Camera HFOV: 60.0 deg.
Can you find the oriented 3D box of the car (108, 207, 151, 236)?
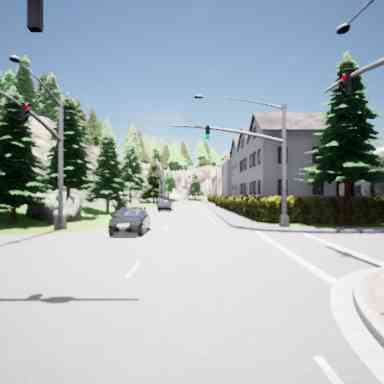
[{"bbox_3d":[-3.520,1.631,19.350,2.128,1.511,4.902,0,0,0],"label":"car"}]

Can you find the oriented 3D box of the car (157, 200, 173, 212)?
[{"bbox_3d":[-3.548,1.834,44.300,2.033,1.411,5.357,0,0,0],"label":"car"}]
